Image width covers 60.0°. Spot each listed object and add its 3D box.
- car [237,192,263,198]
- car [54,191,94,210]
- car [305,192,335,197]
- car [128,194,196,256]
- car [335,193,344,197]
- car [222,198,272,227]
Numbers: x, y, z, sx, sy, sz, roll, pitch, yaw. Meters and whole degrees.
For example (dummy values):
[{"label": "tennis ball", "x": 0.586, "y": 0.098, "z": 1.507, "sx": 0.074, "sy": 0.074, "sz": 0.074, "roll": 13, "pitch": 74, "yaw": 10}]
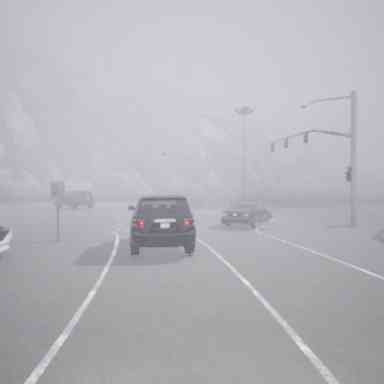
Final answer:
[{"label": "car", "x": 9.991, "y": 0.745, "z": 57.376, "sx": 4.553, "sy": 1.767, "sz": 2.097, "roll": 0, "pitch": 1, "yaw": -12}, {"label": "car", "x": -13.393, "y": 0.862, "z": 37.755, "sx": 5.566, "sy": 2.045, "sz": 2.150, "roll": 0, "pitch": 0, "yaw": 39}, {"label": "car", "x": 17.670, "y": 0.978, "z": 48.290, "sx": 4.892, "sy": 1.490, "sz": 1.837, "roll": 0, "pitch": 1, "yaw": -12}, {"label": "car", "x": -1.242, "y": 1.094, "z": 12.770, "sx": 2.150, "sy": 2.045, "sz": 5.566, "roll": 0, "pitch": 0, "yaw": -9}, {"label": "car", "x": 25.201, "y": 0.826, "z": 60.568, "sx": 4.902, "sy": 1.511, "sz": 2.128, "roll": 0, "pitch": 1, "yaw": -12}, {"label": "car", "x": 3.564, "y": 1.328, "z": 21.006, "sx": 2.033, "sy": 1.411, "sz": 5.357, "roll": 0, "pitch": 1, "yaw": 27}]
